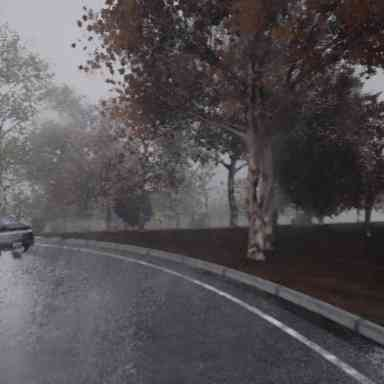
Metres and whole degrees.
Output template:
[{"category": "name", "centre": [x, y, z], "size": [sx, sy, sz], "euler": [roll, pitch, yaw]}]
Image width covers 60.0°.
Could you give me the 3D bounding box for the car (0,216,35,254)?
[{"category": "car", "centre": [-8.219, 1.682, 12.949], "size": [4.902, 1.511, 2.128], "euler": [-1, 0, 31]}]
